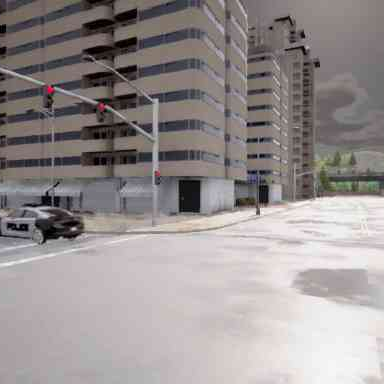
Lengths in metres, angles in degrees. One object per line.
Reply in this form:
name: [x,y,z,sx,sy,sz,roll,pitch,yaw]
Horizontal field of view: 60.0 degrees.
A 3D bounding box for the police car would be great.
police car: [-7.245,1.350,15.147,5.238,1.638,1.930,0,0,27]
